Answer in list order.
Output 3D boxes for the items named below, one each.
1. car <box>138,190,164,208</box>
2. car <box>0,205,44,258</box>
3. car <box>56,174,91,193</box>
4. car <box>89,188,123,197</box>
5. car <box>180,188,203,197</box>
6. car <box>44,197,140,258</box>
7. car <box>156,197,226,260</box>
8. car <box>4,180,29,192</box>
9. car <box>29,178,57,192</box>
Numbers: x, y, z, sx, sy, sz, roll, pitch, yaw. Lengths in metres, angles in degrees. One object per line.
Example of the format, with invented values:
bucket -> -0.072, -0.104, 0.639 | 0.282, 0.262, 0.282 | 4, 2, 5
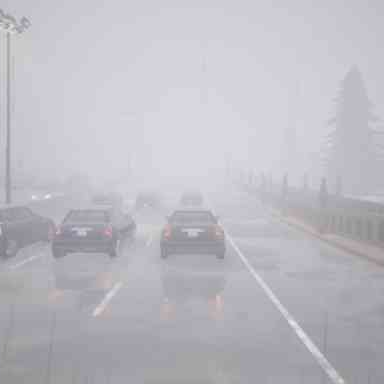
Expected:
car -> -3.551, 0.567, 27.853 | 1.837, 1.490, 4.892 | 0, 5, 0
car -> -6.973, 1.263, 12.595 | 2.097, 1.767, 4.553 | 0, 1, 0
car -> -14.298, -1.154, 41.240 | 2.150, 2.045, 5.566 | 0, 7, 0
car -> -7.050, 0.568, 27.829 | 1.837, 1.490, 4.892 | 0, 5, 0
car -> -0.055, 0.409, 29.310 | 1.882, 1.535, 5.008 | 0, 5, 0
car -> -3.473, 1.262, 12.619 | 2.097, 1.767, 4.553 | 0, 1, 0
car -> 0.027, 1.268, 12.403 | 2.097, 1.767, 4.553 | 0, 2, 0
car -> -21.296, -0.788, 41.347 | 1.895, 1.301, 4.718 | 0, 7, 0
car -> -17.795, -0.907, 41.323 | 1.882, 1.535, 5.008 | 0, 7, 0
